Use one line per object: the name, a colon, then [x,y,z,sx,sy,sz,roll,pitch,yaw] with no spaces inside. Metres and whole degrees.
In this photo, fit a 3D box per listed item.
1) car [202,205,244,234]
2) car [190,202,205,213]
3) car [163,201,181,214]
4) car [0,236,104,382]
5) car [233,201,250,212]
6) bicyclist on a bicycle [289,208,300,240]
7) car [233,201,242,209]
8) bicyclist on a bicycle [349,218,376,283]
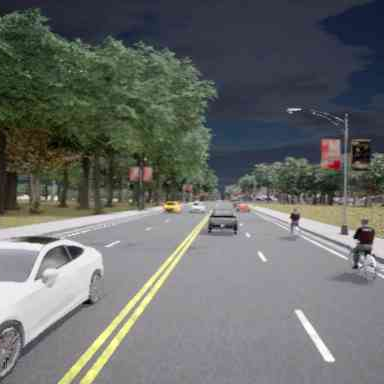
car: [2.058,1.845,22.192,2.128,1.511,4.902,1,-1,5]
car: [0.855,2.194,46.341,1.812,1.442,4.674,1,-1,5]
car: [-2.604,2.034,44.242,1.882,1.535,5.008,1,-1,5]
car: [-2.958,1.534,5.606,1.812,1.442,4.674,1,-1,5]
car: [8.407,2.329,55.199,2.097,1.767,4.553,1,-1,5]
bicyclist on a bicycle: [5.811,1.768,18.889,0.659,1.776,1.843,1,-1,5]
car: [9.919,2.774,72.487,1.837,1.490,4.892,1,-1,5]
bicyclist on a bicycle: [4.956,1.622,9.731,0.659,1.776,1.843,1,-1,5]
